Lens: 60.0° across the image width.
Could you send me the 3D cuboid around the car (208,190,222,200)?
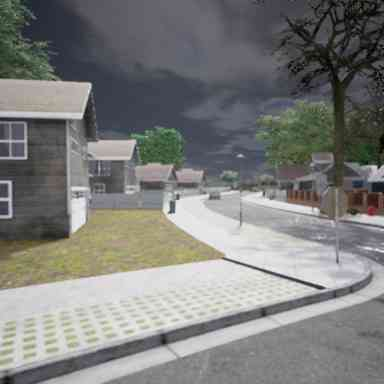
[{"bbox_3d":[3.866,0.503,55.513,1.837,1.490,4.892,-1,1,7],"label":"car"}]
